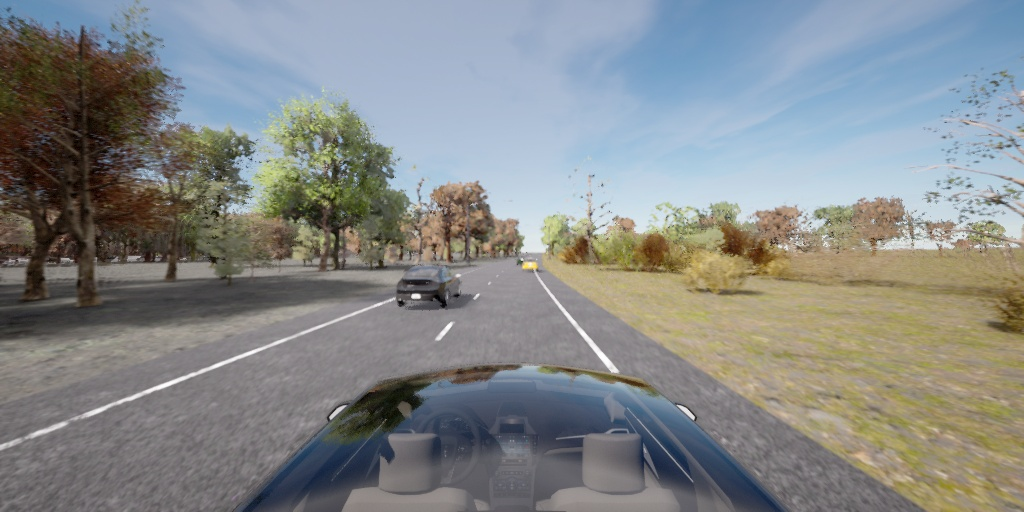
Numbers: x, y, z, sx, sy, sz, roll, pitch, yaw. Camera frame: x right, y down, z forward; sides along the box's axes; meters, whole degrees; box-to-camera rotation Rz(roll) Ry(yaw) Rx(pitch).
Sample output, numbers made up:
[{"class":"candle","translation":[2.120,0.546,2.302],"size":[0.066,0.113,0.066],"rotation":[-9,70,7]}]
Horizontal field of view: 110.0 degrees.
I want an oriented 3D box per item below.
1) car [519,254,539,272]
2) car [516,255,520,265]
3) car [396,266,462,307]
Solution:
[{"class":"car","translation":[2.014,0.885,39.700],"size":[1.801,1.575,5.366],"rotation":[0,0,2]},{"class":"car","translation":[1.784,0.618,59.109],"size":[2.097,1.767,4.553],"rotation":[0,0,4]},{"class":"car","translation":[-3.292,1.137,14.852],"size":[1.837,1.490,4.892],"rotation":[0,0,1]}]
